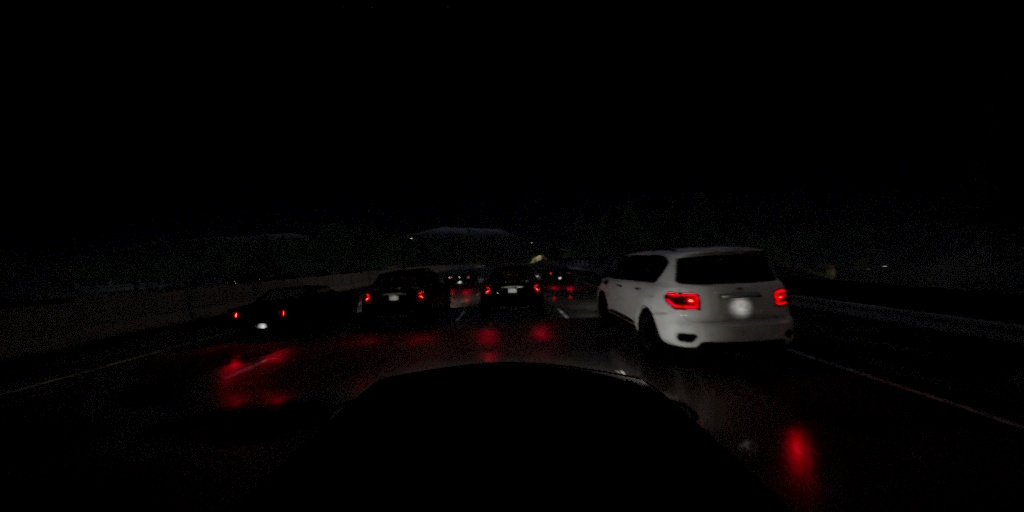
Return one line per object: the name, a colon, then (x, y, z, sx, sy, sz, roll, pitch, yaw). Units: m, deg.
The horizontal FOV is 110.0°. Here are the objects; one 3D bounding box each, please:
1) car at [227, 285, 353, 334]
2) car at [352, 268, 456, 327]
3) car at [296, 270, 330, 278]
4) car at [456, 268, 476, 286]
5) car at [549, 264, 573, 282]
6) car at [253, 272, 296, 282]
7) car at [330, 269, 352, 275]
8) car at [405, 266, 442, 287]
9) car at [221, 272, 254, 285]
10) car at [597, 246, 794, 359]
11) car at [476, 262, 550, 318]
car: (-6.963, 1.651, 12.165, 1.895, 1.301, 4.718, -2, 0, -1)
car: (-3.483, 1.261, 12.631, 2.097, 1.767, 4.553, -2, 0, -1)
car: (-21.500, 2.250, 39.925, 1.994, 1.385, 4.181, -2, 0, -1)
car: (-3.669, 1.542, 27.210, 1.895, 1.301, 4.718, -2, 0, -1)
car: (3.325, 1.258, 27.292, 1.895, 1.301, 4.718, -2, 0, -1)
car: (-24.983, 2.425, 38.651, 1.895, 1.301, 4.718, -2, 0, -1)
car: (-18.006, 2.108, 40.029, 1.994, 1.385, 4.181, -2, 0, -1)
car: (-7.193, 1.652, 29.536, 1.994, 1.385, 4.181, -2, 0, -1)
car: (-28.477, 2.470, 38.263, 1.837, 1.490, 4.892, -2, 0, -1)
car: (3.538, 0.840, 8.209, 2.150, 2.045, 5.566, -2, 0, 0)
car: (0.004, 1.122, 13.497, 2.097, 1.767, 4.553, -2, 0, 0)
